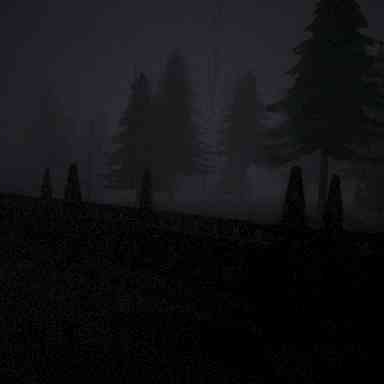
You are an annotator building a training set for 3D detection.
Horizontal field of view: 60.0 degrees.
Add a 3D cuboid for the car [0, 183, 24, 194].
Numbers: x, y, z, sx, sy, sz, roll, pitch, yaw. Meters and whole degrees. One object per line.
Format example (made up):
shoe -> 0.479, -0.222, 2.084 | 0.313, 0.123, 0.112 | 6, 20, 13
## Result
car -> -20.921, -0.219, 36.190 | 2.128, 1.511, 4.902 | 4, 2, 37
